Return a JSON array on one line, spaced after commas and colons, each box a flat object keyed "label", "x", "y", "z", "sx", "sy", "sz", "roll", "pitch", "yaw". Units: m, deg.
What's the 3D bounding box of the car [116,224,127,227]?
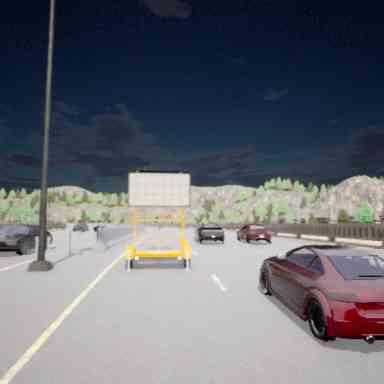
[{"label": "car", "x": -12.220, "y": 6.251, "z": 57.930, "sx": 1.895, "sy": 1.301, "sz": 4.718, "roll": 1, "pitch": -5, "yaw": -5}]

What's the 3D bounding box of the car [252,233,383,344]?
[{"label": "car", "x": 2.839, "y": 1.779, "z": 6.906, "sx": 1.994, "sy": 1.385, "sz": 4.181, "roll": 1, "pitch": -2, "yaw": -5}]

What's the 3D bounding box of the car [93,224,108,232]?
[{"label": "car", "x": -15.643, "y": 6.163, "z": 57.066, "sx": 1.895, "sy": 1.301, "sz": 4.718, "roll": 1, "pitch": -5, "yaw": -5}]

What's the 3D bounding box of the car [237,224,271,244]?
[{"label": "car", "x": 4.754, "y": 3.201, "z": 25.864, "sx": 1.812, "sy": 1.442, "sz": 4.674, "roll": 1, "pitch": -5, "yaw": -5}]

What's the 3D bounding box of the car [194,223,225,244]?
[{"label": "car", "x": 1.277, "y": 3.121, "z": 25.448, "sx": 2.128, "sy": 1.511, "sz": 4.902, "roll": 1, "pitch": -5, "yaw": -5}]

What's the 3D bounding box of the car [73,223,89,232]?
[{"label": "car", "x": -19.236, "y": 6.121, "z": 57.722, "sx": 1.837, "sy": 1.490, "sz": 4.892, "roll": 1, "pitch": -5, "yaw": -5}]

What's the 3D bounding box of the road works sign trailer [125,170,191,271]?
[{"label": "road works sign trailer", "x": -1.257, "y": 0.980, "z": 12.797, "sx": 2.380, "sy": 3.560, "sz": 2.880, "roll": 1, "pitch": -4, "yaw": -5}]

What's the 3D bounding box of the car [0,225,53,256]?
[{"label": "car", "x": -8.739, "y": 2.365, "z": 16.906, "sx": 2.033, "sy": 1.411, "sz": 5.357, "roll": 1, "pitch": -5, "yaw": -5}]
